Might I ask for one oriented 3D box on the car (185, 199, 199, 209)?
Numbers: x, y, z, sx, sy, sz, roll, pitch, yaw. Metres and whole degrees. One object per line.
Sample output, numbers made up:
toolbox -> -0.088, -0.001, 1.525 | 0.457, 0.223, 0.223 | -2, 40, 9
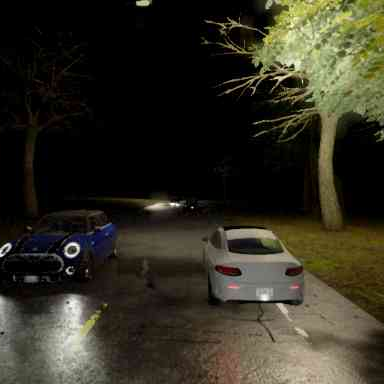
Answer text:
car -> 0.049, 1.624, 46.266 | 1.895, 1.301, 4.718 | 0, 0, 1

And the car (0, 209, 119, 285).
car -> -3.598, 1.355, 9.670 | 2.097, 1.767, 4.553 | 0, 0, 0

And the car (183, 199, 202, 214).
car -> 0.080, 1.581, 36.230 | 1.994, 1.385, 4.181 | 0, 0, 1

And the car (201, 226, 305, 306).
car -> 1.227, 1.529, 7.920 | 1.812, 1.442, 4.674 | 0, 0, 0

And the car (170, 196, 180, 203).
car -> -3.479, 1.539, 68.072 | 2.128, 1.511, 4.902 | 0, 0, 0
